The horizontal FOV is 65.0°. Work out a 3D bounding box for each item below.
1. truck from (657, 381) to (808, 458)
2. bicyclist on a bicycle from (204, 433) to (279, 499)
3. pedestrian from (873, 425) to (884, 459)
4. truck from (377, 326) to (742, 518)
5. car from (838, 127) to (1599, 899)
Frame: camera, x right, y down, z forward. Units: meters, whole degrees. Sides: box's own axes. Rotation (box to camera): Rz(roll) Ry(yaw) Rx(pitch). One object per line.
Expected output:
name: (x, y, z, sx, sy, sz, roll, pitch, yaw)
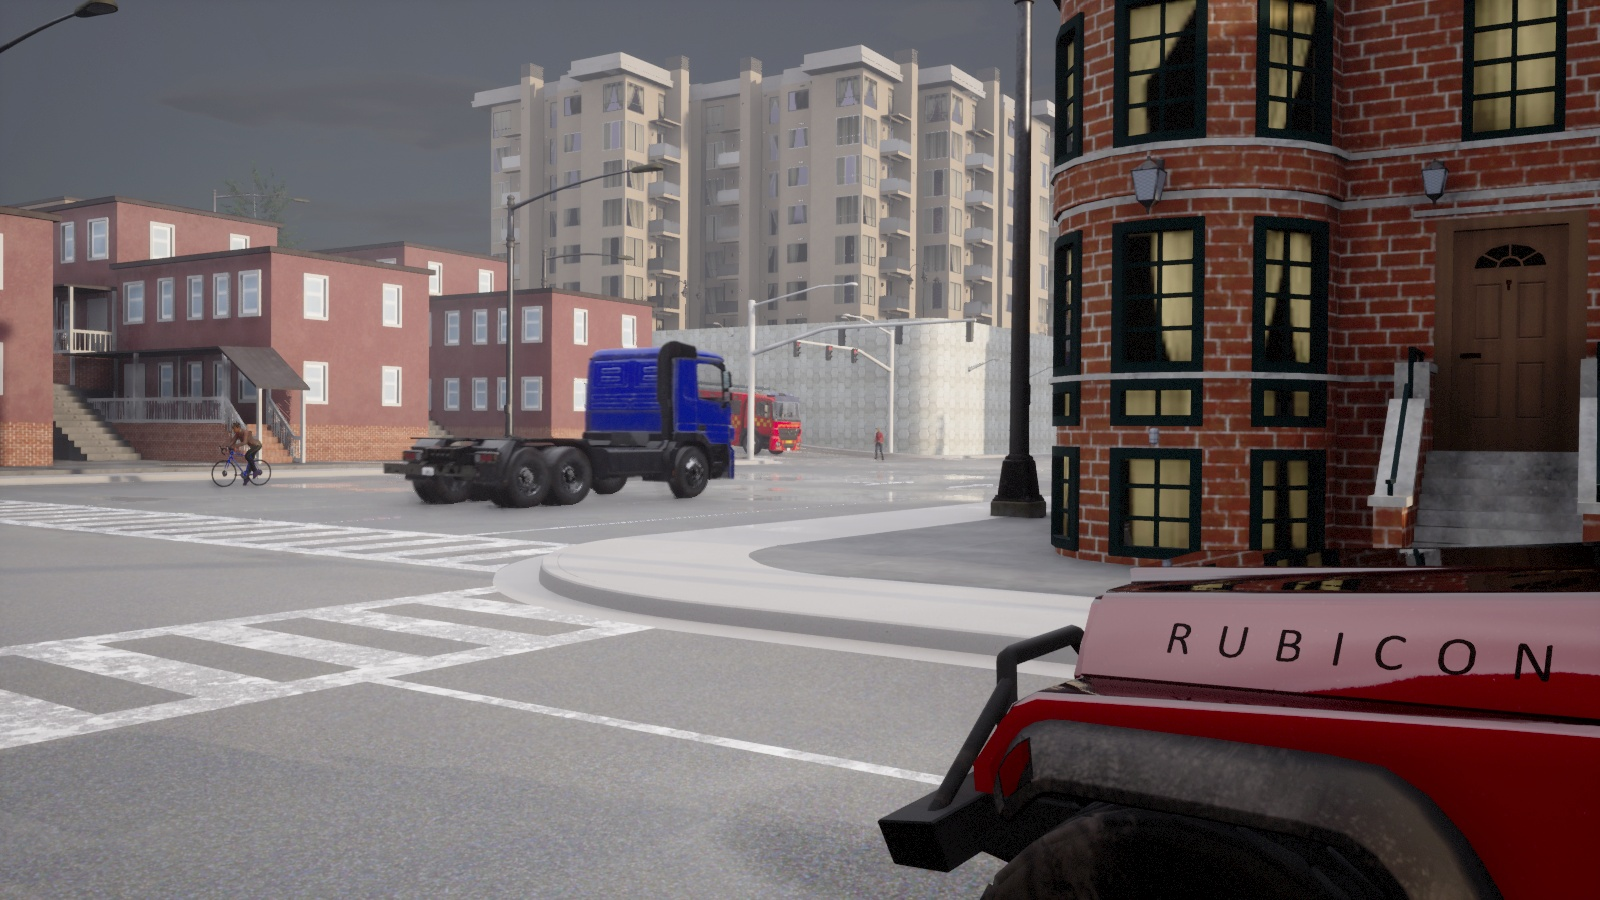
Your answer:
truck: (-4.007, -1.806, 72.816, 8.468, 3.827, 2.891, 6, 4, 33)
bicyclist on a bicycle: (-14.082, 0.379, 31.706, 0.582, 1.620, 1.656, 0, 1, 33)
pedestrian: (4.225, -0.448, 67.732, 0.331, 1.846, 0.636, 0, 1, 29)
truck: (-4.753, -0.573, 26.739, 2.891, 3.462, 7.936, 0, 1, 33)
car: (2.219, 0.478, 2.153, 3.866, 1.878, 1.905, 0, 1, 33)
